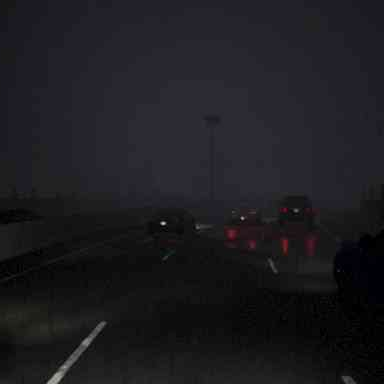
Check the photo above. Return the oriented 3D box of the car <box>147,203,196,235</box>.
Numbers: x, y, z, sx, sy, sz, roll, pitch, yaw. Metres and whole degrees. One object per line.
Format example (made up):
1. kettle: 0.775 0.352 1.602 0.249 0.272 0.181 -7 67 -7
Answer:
1. car: -1.037 1.580 18.946 1.994 1.385 4.181 0 0 12

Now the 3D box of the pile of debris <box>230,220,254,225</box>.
1. pile of debris: 3.643 2.204 24.094 1.500 0.140 1.860 0 0 17

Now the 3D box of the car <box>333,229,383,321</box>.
1. car: 3.846 1.233 4.468 2.150 2.045 5.566 0 0 4

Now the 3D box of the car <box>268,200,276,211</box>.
1. car: 10.968 1.631 41.187 2.033 1.411 5.357 0 0 28

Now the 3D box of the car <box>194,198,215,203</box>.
1. car: 2.125 1.653 53.950 2.128 1.511 4.902 0 -1 32

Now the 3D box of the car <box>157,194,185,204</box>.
1. car: -3.221 1.373 51.954 2.150 2.045 5.566 0 0 30

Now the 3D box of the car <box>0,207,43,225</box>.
1. car: -9.033 1.505 15.626 1.837 1.490 4.892 0 0 11

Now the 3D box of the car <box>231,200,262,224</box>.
1. car: 4.093 1.554 24.738 1.812 1.442 4.674 0 0 17

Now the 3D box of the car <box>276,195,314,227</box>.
1. car: 7.203 1.249 23.141 2.150 2.045 5.566 0 0 16

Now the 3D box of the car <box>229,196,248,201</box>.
1. car: 7.861 1.524 56.202 2.097 1.767 4.553 0 0 35
